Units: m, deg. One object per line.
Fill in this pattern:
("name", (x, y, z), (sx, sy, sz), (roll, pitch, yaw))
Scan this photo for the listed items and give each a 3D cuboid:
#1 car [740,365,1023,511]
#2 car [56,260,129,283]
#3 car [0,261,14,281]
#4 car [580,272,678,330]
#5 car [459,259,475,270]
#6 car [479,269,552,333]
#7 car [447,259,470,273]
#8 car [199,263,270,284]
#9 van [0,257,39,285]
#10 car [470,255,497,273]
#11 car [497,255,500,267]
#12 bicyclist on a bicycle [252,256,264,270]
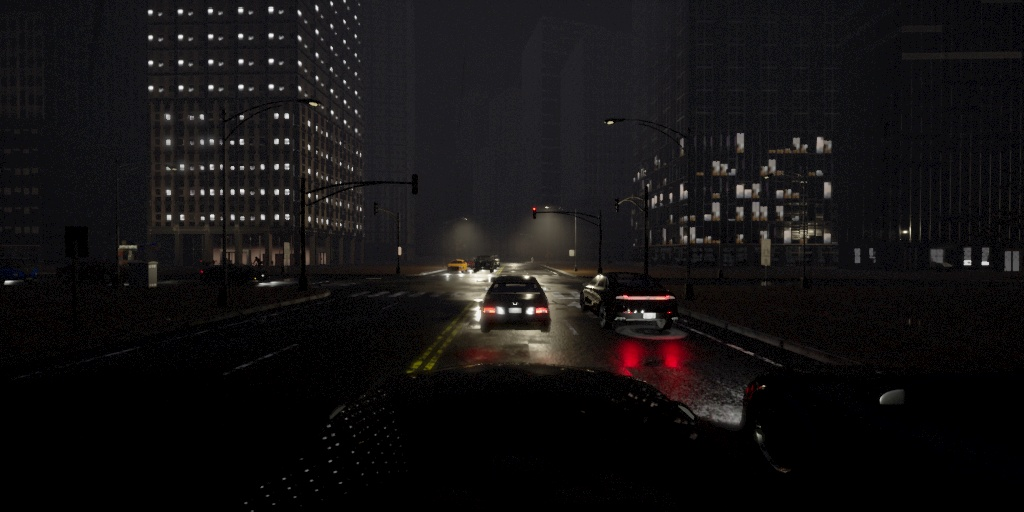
("car", (3.354, 1.314, 1.988), (1.994, 1.385, 4.181), (0, 0, 0))
("car", (-30.053, 1.093, 26.166), (5.008, 1.535, 1.882), (0, 0, 2))
("car", (-40.294, 1.093, 26.451), (4.674, 1.442, 1.812), (0, 0, 2))
("car", (3.356, 1.238, 11.145), (2.128, 1.511, 4.902), (0, 0, 0))
("car", (-6.538, 1.223, 52.677), (1.812, 1.442, 4.674), (0, 0, 0))
("car", (0.109, 1.294, 10.732), (2.033, 1.411, 5.357), (0, 0, 1))
("car", (-6.550, 1.193, 43.265), (1.882, 1.535, 5.008), (0, 0, 0))
("car", (-19.961, 1.227, 25.903), (4.181, 1.385, 1.994), (0, 0, 1))
("van", (-33.910, 0.960, 23.682), (3.998, 1.789, 1.690), (0, 0, 1))
("car", (-3.302, 0.937, 42.942), (2.150, 2.045, 5.566), (0, 0, 0))
("car", (-3.289, 1.048, 52.896), (2.097, 1.767, 4.553), (0, 0, 0))
("bicyclist on a bicycle", (-24.667, 0.868, 34.762), (0.582, 1.620, 1.656), (0, 1, 1))
